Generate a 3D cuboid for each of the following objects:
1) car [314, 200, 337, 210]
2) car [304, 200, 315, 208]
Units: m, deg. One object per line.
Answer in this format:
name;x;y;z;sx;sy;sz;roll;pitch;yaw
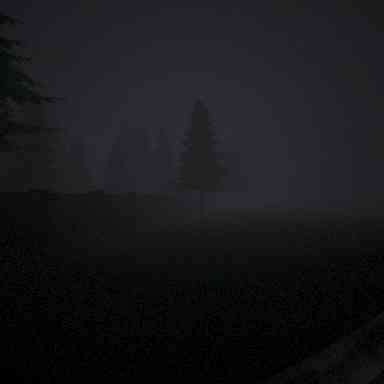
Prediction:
car;21.598;2.165;53.233;1.994;1.385;4.181;-1;-1;6
car;22.537;2.236;63.111;1.837;1.490;4.892;-1;-1;6
